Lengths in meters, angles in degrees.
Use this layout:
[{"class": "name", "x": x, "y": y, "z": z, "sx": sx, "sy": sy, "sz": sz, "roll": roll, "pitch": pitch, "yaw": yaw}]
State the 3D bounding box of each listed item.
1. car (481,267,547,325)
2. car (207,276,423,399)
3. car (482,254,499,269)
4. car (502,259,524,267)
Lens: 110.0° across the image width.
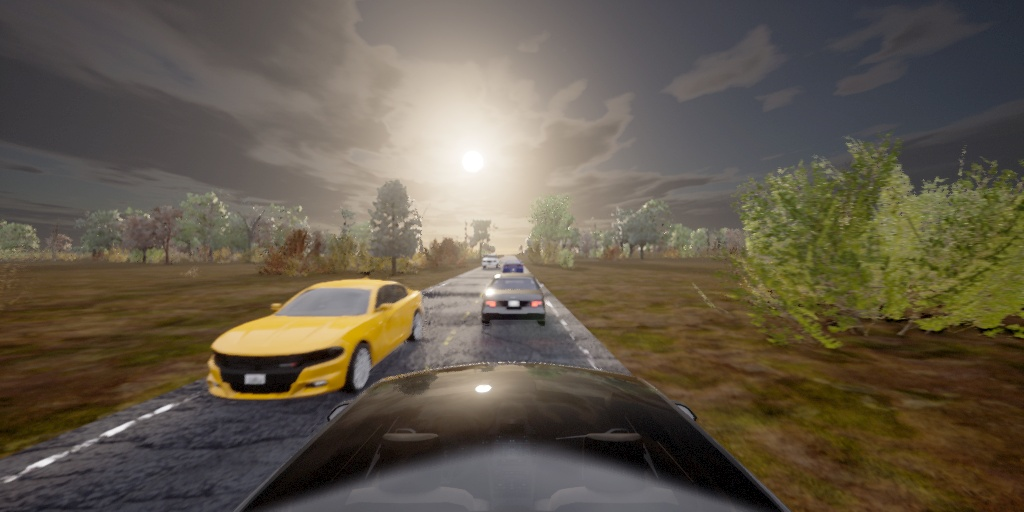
[{"class": "car", "x": 0.088, "y": 1.245, "z": 11.558, "sx": 2.033, "sy": 1.411, "sz": 5.357, "roll": 0, "pitch": 0, "yaw": 1}, {"class": "car", "x": -3.098, "y": 1.200, "z": 6.820, "sx": 1.882, "sy": 1.535, "sz": 5.008, "roll": 0, "pitch": 0, "yaw": 0}, {"class": "car", "x": -3.043, "y": 0.693, "z": 51.007, "sx": 2.150, "sy": 2.045, "sz": 5.566, "roll": 0, "pitch": 0, "yaw": 0}, {"class": "car", "x": 0.115, "y": 1.051, "z": 33.785, "sx": 1.882, "sy": 1.535, "sz": 5.008, "roll": 0, "pitch": -1, "yaw": 0}]
